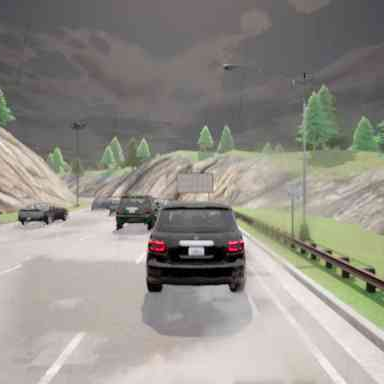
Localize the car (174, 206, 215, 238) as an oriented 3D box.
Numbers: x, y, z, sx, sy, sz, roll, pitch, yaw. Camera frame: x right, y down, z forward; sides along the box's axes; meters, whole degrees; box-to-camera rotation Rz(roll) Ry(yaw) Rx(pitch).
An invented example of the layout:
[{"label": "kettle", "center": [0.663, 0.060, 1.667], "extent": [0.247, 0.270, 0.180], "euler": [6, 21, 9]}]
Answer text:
[{"label": "car", "center": [0.119, 1.567, 18.270], "extent": [1.994, 1.385, 4.181], "euler": [0, 0, 0]}]

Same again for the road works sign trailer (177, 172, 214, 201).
[{"label": "road works sign trailer", "center": [0.203, 0.476, 21.767], "extent": [2.380, 3.560, 2.880], "euler": [0, 0, 0]}]

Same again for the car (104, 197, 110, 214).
[{"label": "car", "center": [-7.163, 1.511, 33.847], "extent": [2.128, 1.511, 4.902], "euler": [0, 0, -3]}]

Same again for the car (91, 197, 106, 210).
[{"label": "car", "center": [-11.425, 1.379, 42.491], "extent": [2.097, 1.767, 4.553], "euler": [0, 0, -6]}]

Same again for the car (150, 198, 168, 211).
[{"label": "car", "center": [-4.332, 1.569, 42.795], "extent": [2.033, 1.411, 5.357], "euler": [0, 0, -8]}]

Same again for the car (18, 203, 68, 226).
[{"label": "car", "center": [-10.419, 1.505, 23.691], "extent": [2.128, 1.511, 4.902], "euler": [0, 0, 0]}]

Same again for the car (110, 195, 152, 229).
[{"label": "car", "center": [-3.413, 1.229, 21.573], "extent": [2.150, 2.045, 5.566], "euler": [0, -1, 0]}]

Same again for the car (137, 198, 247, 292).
[{"label": "car", "center": [0.094, 1.226, 9.056], "extent": [2.150, 2.045, 5.566], "euler": [0, 0, 0]}]
